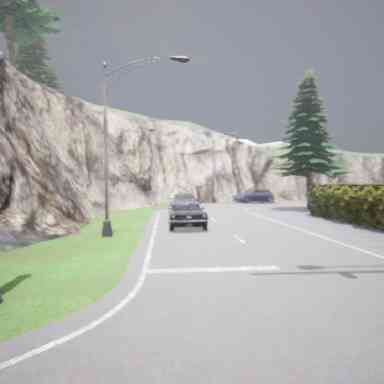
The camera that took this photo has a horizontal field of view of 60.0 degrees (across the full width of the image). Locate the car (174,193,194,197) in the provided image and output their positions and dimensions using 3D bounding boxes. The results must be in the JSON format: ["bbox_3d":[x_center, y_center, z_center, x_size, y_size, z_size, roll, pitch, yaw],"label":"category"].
[{"bbox_3d":[-0.691,0.838,27.546,1.837,1.490,4.892,0,1,7],"label":"car"}]

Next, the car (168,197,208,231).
[{"bbox_3d":[-0.320,1.174,17.457,1.895,1.301,4.718,-1,1,-5],"label":"car"}]

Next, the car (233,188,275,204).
[{"bbox_3d":[6.902,0.392,37.266,4.553,1.767,2.097,-1,1,-21],"label":"car"}]
